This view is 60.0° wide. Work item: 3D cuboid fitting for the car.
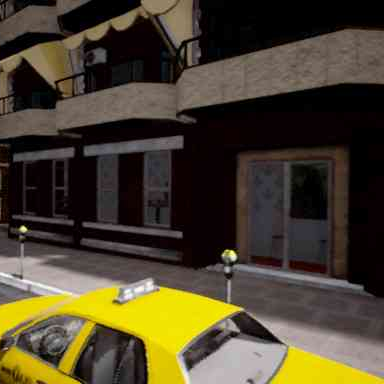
[{"bbox_3d":[-0.722,1.524,3.224,4.829,1.417,1.752,0,1,35],"label":"car"}]
